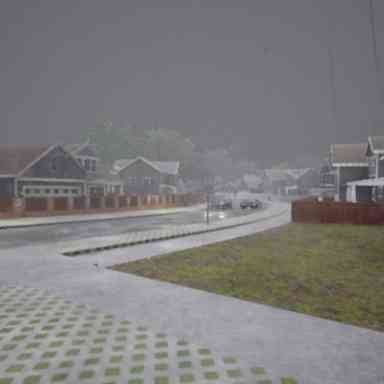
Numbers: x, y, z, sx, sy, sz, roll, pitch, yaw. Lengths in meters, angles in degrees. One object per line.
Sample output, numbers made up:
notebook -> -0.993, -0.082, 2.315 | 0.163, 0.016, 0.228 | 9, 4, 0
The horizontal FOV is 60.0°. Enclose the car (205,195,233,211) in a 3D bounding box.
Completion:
car -> 3.062, 1.148, 37.042 | 2.097, 1.767, 4.553 | 1, 0, 21

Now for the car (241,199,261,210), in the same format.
car -> 7.042, 1.442, 39.198 | 1.895, 1.301, 4.718 | 1, 0, 19
